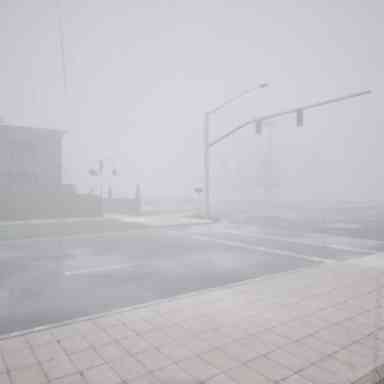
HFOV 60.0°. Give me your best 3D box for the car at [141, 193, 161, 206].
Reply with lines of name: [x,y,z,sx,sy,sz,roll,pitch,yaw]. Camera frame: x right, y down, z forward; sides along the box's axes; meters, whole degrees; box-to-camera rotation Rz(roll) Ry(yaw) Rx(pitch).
car: [-7.097,1.369,50.532,1.837,1.490,4.892,0,0,-36]

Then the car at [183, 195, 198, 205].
car: [-0.981,1.303,54.037,1.882,1.535,5.008,0,0,-36]

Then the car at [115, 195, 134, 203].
car: [-13.281,1.371,65.072,1.812,1.442,4.674,0,0,-36]

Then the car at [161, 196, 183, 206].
car: [-4.043,1.336,52.289,2.128,1.511,4.902,0,0,-36]

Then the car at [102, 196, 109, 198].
car: [-16.338,1.413,63.323,2.033,1.411,5.357,0,0,-36]

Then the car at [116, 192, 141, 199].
car: [-9.689,1.238,48.142,2.097,1.767,4.553,0,0,-36]
